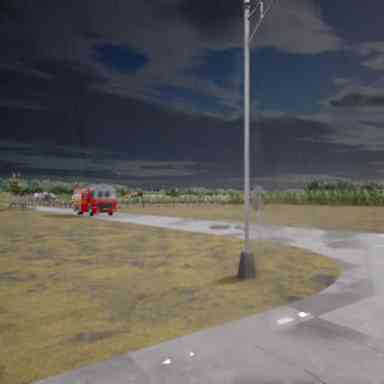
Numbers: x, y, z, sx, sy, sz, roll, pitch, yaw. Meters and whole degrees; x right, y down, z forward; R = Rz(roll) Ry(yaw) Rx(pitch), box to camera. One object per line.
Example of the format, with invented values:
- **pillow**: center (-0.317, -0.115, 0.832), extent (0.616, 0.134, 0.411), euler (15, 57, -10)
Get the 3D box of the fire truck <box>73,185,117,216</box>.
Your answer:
- **fire truck**: center (-12.521, 1.045, 42.423), extent (2.891, 3.827, 8.468), euler (0, -1, -35)
